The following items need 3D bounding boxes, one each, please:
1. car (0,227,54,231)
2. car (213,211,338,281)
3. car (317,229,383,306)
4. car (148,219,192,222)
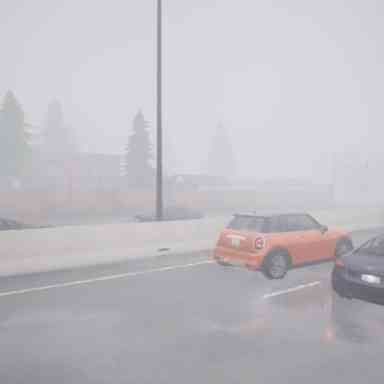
[{"bbox_3d":[-7.542,1.561,11.509,5.357,1.411,2.033,0,0,-36],"label":"car"},{"bbox_3d":[2.893,1.355,10.137,4.553,1.767,2.097,0,0,-36],"label":"car"},{"bbox_3d":[4.921,1.563,7.284,4.181,1.385,1.994,0,0,-36],"label":"car"},{"bbox_3d":[-1.597,1.562,24.379,5.357,1.411,2.033,0,0,-36],"label":"car"}]
